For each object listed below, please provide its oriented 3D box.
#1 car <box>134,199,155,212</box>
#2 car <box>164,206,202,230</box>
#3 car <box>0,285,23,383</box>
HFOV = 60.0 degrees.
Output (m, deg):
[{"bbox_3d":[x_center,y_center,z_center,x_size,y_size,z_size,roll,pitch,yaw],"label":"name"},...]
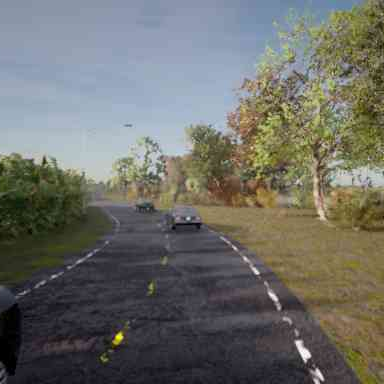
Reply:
[{"bbox_3d":[-5.583,1.565,39.160,1.837,1.490,4.892,0,0,-17],"label":"car"},{"bbox_3d":[-0.701,1.613,21.965,2.033,1.411,5.357,0,0,-11],"label":"car"},{"bbox_3d":[-2.769,1.471,1.683,2.128,1.511,4.902,1,0,0],"label":"car"}]
